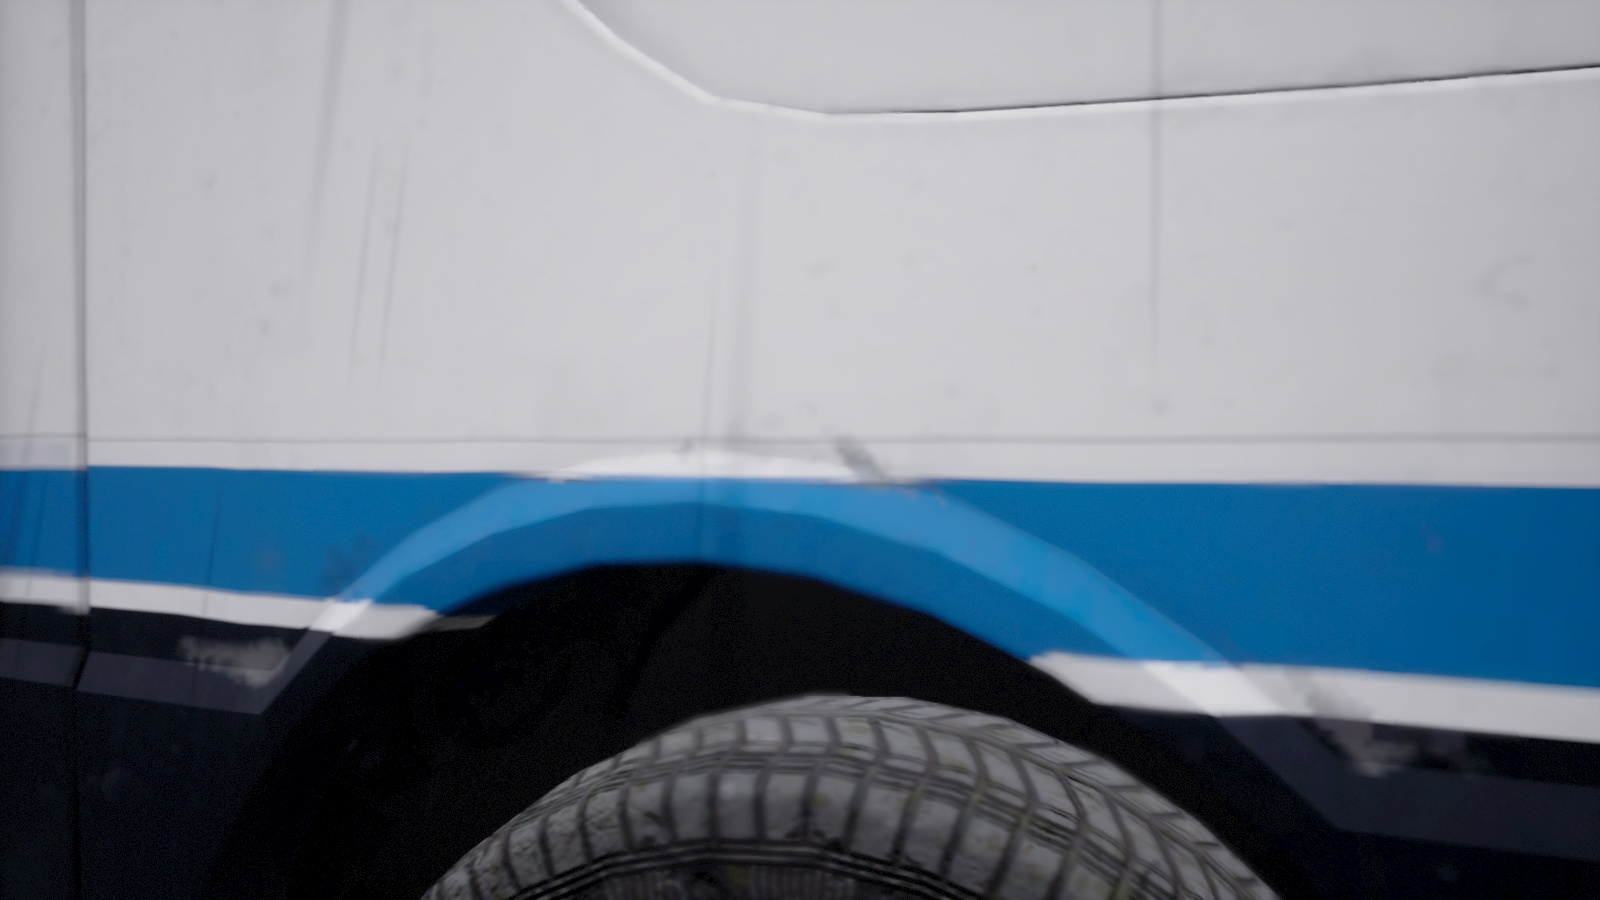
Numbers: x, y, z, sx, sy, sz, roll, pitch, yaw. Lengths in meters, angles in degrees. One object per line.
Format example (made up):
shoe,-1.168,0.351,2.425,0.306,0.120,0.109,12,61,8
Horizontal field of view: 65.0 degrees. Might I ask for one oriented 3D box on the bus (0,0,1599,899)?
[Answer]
bus,-2.078,-0.616,3.866,10.273,4.253,3.944,1,1,26
